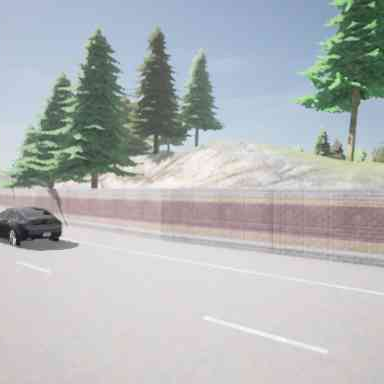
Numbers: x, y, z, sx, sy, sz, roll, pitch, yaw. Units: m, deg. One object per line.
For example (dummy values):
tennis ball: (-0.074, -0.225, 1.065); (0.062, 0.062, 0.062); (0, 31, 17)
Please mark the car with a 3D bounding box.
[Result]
car: (-7.573, 1.428, 14.850); (4.892, 1.490, 1.837); (0, 0, 42)
